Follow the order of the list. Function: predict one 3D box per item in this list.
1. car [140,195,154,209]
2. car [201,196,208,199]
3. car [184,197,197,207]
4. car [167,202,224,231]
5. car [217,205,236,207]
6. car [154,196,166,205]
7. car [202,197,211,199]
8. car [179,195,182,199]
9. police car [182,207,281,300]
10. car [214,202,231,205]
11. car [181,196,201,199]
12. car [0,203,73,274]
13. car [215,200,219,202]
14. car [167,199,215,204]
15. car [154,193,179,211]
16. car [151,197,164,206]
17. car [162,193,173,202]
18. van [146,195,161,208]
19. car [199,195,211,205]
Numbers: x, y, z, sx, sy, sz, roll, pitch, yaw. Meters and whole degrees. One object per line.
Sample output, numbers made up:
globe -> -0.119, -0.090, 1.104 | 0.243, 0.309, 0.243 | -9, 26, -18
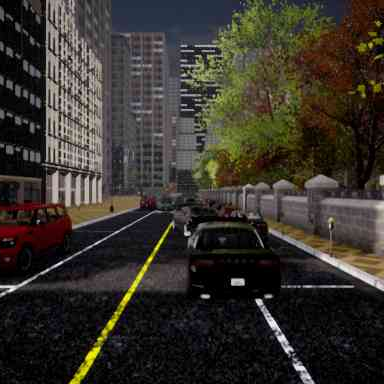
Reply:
car -> -5.633, 1.297, 43.922 | 2.192, 1.841, 5.009 | 0, 0, 0
car -> 2.366, 1.560, 49.410 | 1.802, 1.307, 4.206 | 0, 0, 0
car -> -0.215, 1.522, 53.451 | 2.033, 1.411, 5.357 | 0, 0, 0
car -> 0.174, 1.499, 18.208 | 1.837, 1.490, 4.892 | 0, 0, -15
car -> 2.526, 1.546, 16.111 | 2.008, 1.369, 4.403 | 0, 0, 0
car -> -5.712, 1.494, 60.374 | 1.752, 1.417, 4.829 | 0, 0, 0
car -> 2.419, 1.551, 38.310 | 1.947, 1.339, 4.313 | 0, 0, 0
car -> -3.123, 1.513, 85.505 | 1.994, 1.385, 4.181 | 0, 0, 0
police car -> 0.819, 1.423, 8.585 | 1.930, 1.638, 5.238 | 0, 0, 0
car -> 2.499, 1.575, 21.661 | 1.802, 1.307, 4.206 | 0, 0, 0
car -> -0.156, 1.508, 43.468 | 1.812, 1.442, 4.674 | 0, 0, 0
car -> -5.475, 1.312, 10.673 | 2.192, 1.841, 5.009 | 0, 0, 0
car -> 2.472, 1.556, 27.211 | 1.947, 1.339, 4.313 | 0, 0, 0
car -> 0.078, 1.497, 24.801 | 1.837, 1.490, 4.892 | 0, 0, 17
car -> -2.968, 1.335, 39.911 | 2.097, 1.767, 4.553 | 0, 0, 0
car -> -5.686, 1.555, 55.004 | 1.802, 1.307, 4.206 | 0, 0, 0
car -> -5.647, 1.270, 77.167 | 2.192, 1.841, 5.009 | 0, 0, 0
van -> -5.659, 1.319, 49.463 | 1.690, 1.788, 3.998 | 0, 0, 0
car -> 2.313, 1.409, 60.509 | 1.967, 1.590, 4.097 | 0, 0, 0
